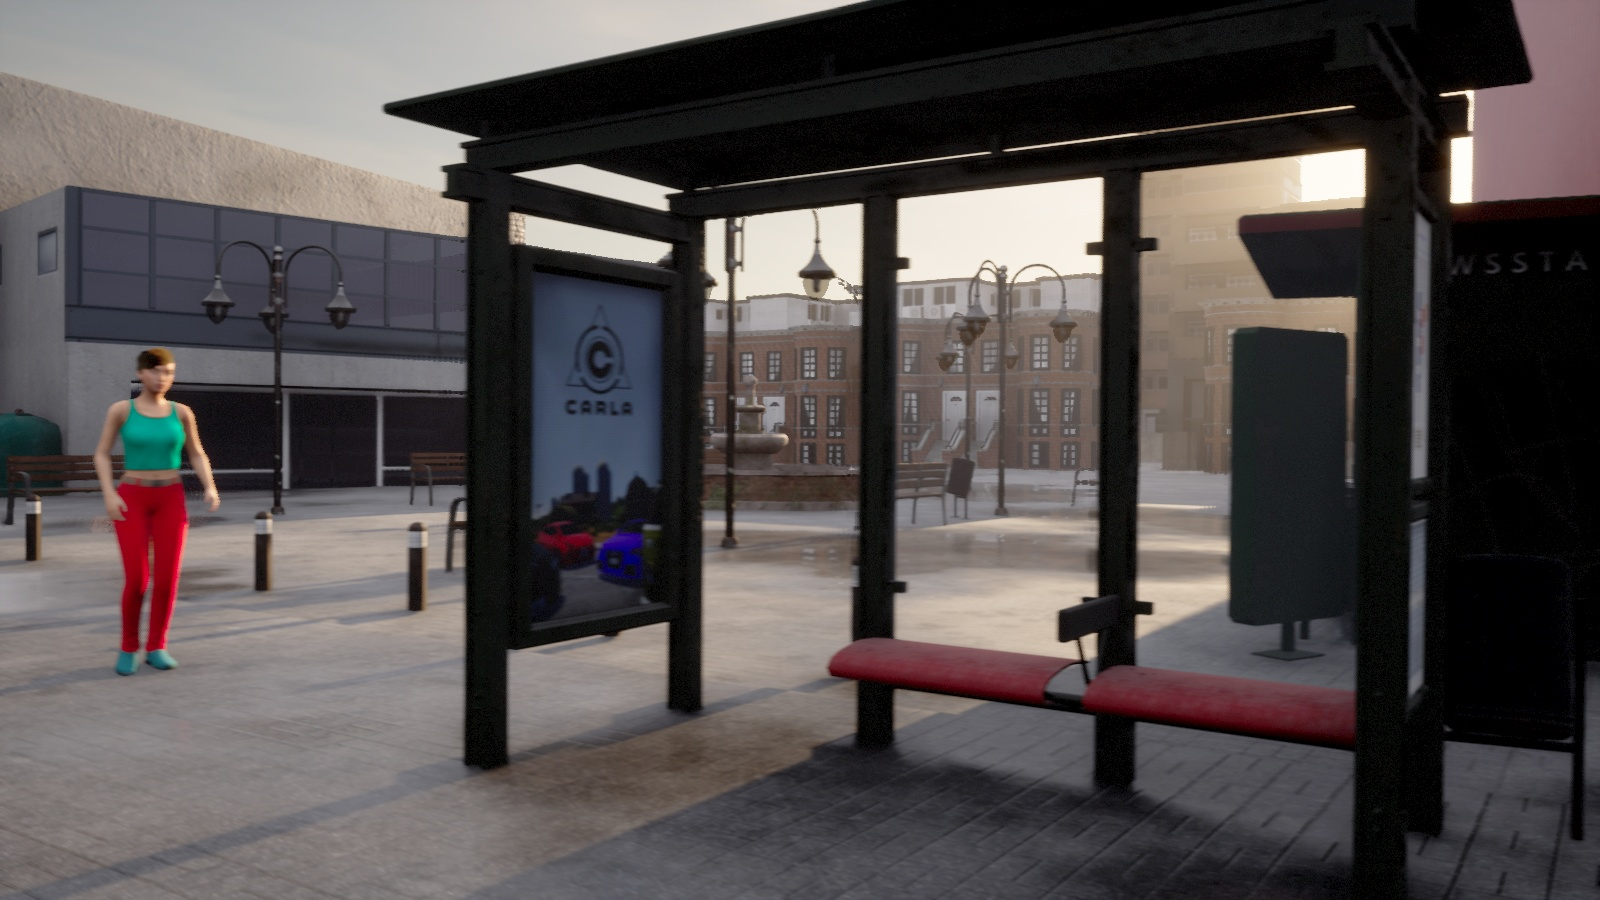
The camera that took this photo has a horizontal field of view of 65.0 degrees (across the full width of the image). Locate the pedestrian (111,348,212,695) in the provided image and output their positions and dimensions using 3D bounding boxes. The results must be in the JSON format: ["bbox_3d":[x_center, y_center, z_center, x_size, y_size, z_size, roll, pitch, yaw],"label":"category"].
[{"bbox_3d":[-3.547,0.376,6.967,0.345,1.836,0.594,-1,1,-40],"label":"pedestrian"}]
